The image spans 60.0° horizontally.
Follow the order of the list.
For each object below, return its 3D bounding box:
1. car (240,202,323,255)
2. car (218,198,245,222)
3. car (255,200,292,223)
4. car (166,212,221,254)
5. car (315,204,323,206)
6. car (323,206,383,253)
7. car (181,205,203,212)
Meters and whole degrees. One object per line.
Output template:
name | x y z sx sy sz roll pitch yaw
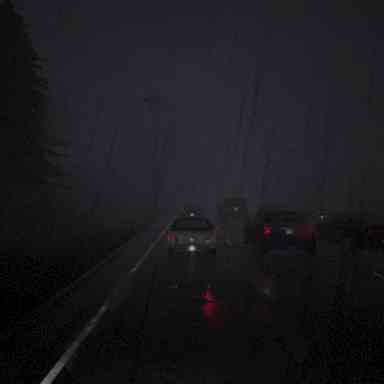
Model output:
car | 3.506 1.487 14.069 2.097 1.767 4.553 0 -1 0
car | 3.508 1.499 29.016 2.150 2.045 5.566 0 0 0
car | 7.010 1.633 29.066 2.097 1.767 4.553 0 -1 0
car | 0.005 1.738 14.091 1.895 1.301 4.718 0 -1 0
car | 10.511 1.792 29.290 1.837 1.490 4.892 0 0 0
car | 7.009 1.619 14.458 1.882 1.535 5.008 0 0 0
car | 0.011 1.849 29.267 1.994 1.385 4.181 0 -1 0
